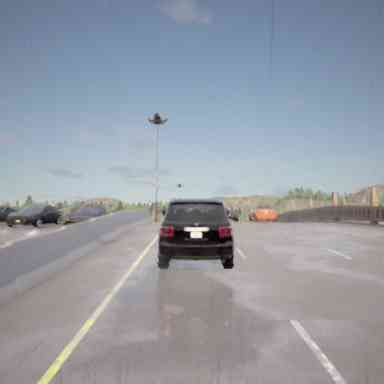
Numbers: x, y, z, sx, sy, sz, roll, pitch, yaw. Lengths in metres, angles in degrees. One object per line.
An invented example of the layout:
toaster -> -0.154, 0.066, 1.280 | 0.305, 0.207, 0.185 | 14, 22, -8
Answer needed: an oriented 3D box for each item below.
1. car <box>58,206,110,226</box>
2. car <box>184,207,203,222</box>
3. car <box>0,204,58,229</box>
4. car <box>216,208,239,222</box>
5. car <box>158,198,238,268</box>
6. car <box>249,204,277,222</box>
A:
car -> -6.964, 1.677, 22.882 | 2.033, 1.411, 5.357 | 0, -2, 0
car -> 0.163, 2.414, 34.935 | 1.812, 1.442, 4.674 | 0, -5, 0
car -> -10.470, 1.592, 22.534 | 1.882, 1.535, 5.008 | 0, -2, 0
car -> 3.663, 2.464, 35.029 | 1.994, 1.385, 4.181 | 0, -5, 0
car -> 0.119, 1.192, 11.281 | 2.150, 2.045, 5.566 | 0, 0, 0
car -> 7.161, 2.182, 34.178 | 2.097, 1.767, 4.553 | 0, -5, 0
